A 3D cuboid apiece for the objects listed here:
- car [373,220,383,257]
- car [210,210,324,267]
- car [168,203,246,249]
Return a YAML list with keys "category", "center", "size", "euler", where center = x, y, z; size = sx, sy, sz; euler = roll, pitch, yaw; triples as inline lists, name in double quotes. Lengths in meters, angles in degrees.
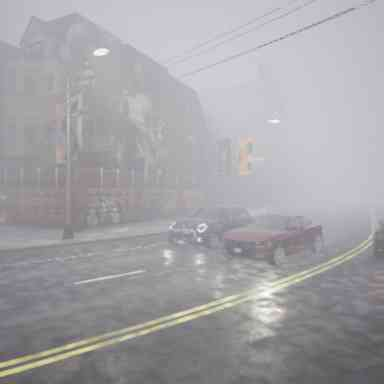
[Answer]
- category: "car"
  center: [8.041, 1.534, 12.297]
  size: [1.837, 1.490, 4.892]
  euler: [0, 0, 38]
- category: "car"
  center: [3.055, 1.517, 11.965]
  size: [1.882, 1.535, 5.008]
  euler: [0, -1, 42]
- category: "car"
  center: [1.022, 1.407, 14.928]
  size: [2.097, 1.767, 4.553]
  euler: [0, 0, 41]
